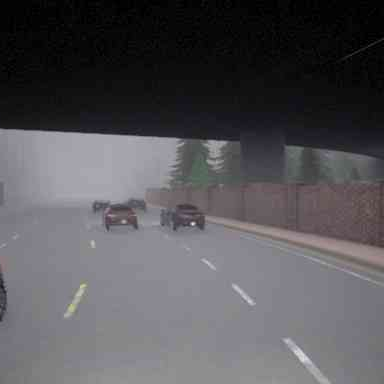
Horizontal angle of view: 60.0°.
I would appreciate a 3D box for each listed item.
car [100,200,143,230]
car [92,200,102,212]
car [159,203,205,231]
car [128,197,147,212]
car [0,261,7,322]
[{"bbox_3d":[-4.500,1.455,20.579,1.812,1.442,4.674,0,0,-18],"label":"car"},{"bbox_3d":[-9.897,1.479,36.498,1.895,1.301,4.718,0,0,-19],"label":"car"},{"bbox_3d":[-0.678,1.431,20.061,1.837,1.490,4.892,0,0,-18],"label":"car"},{"bbox_3d":[-6.244,1.377,36.620,1.837,1.490,4.892,0,0,-19],"label":"car"},{"bbox_3d":[-4.022,1.343,3.775,2.097,1.767,4.553,0,0,-7],"label":"car"}]
